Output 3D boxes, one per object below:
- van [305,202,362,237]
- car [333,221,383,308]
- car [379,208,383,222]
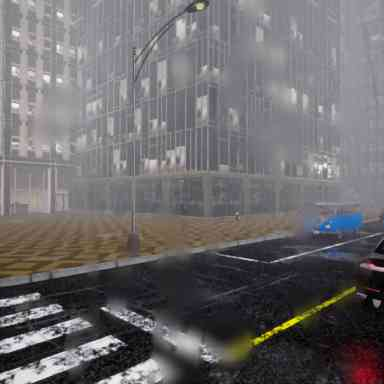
[{"bbox_3d":[7.433,1.395,17.324,3.998,1.788,1.690,0,0,-44],"label":"van"},{"bbox_3d":[5.073,1.503,6.937,4.902,1.511,2.128,0,0,-44],"label":"car"},{"bbox_3d":[15.669,1.610,25.173,4.507,1.381,1.887,0,0,-44],"label":"car"}]
